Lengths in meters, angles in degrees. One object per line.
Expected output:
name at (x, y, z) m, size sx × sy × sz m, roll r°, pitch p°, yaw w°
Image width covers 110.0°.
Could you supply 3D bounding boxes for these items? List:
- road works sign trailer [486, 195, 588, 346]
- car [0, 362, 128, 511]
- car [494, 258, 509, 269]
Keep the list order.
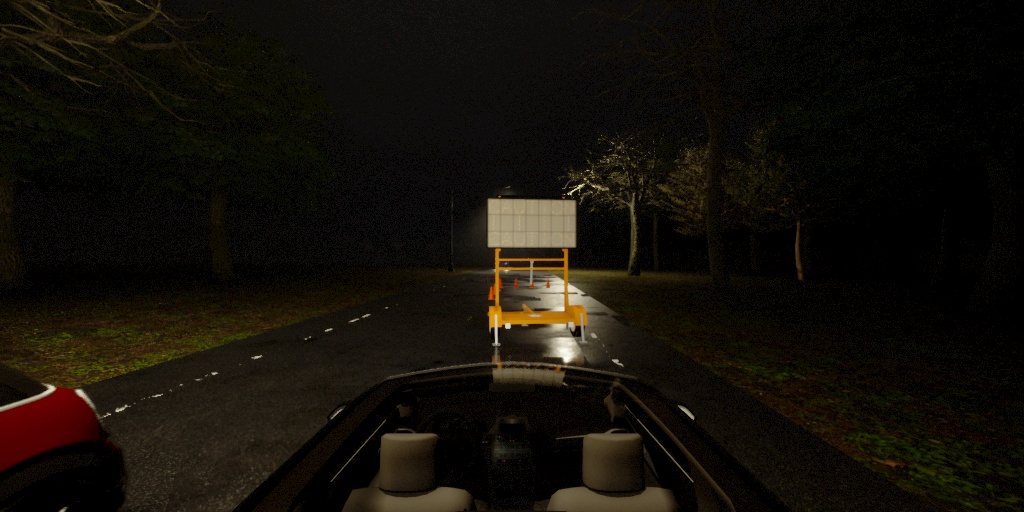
road works sign trailer at (0.504, 0.211, 9.513) m, size 2.380 × 3.560 × 2.880 m, roll 0°, pitch 0°, yaw -6°
car at (-3.604, 1.103, 0.331) m, size 2.097 × 1.767 × 4.553 m, roll 0°, pitch 0°, yaw 2°
car at (-1.600, 1.151, 56.515) m, size 2.097 × 1.767 × 4.553 m, roll 0°, pitch 0°, yaw 2°
